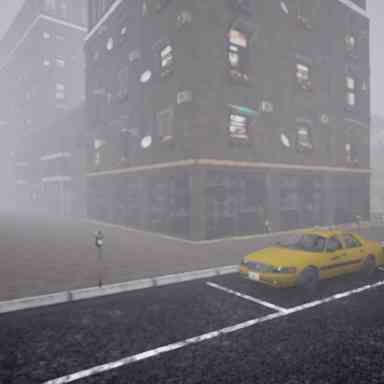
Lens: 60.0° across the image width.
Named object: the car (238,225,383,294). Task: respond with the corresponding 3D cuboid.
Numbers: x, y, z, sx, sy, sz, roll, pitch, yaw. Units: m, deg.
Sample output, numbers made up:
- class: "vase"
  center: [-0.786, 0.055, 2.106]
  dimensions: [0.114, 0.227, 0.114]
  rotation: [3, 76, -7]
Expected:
- class: "car"
  center: [3.380, 1.616, 8.985]
  dimensions: [4.829, 1.417, 1.752]
  rotation: [1, -1, -35]
